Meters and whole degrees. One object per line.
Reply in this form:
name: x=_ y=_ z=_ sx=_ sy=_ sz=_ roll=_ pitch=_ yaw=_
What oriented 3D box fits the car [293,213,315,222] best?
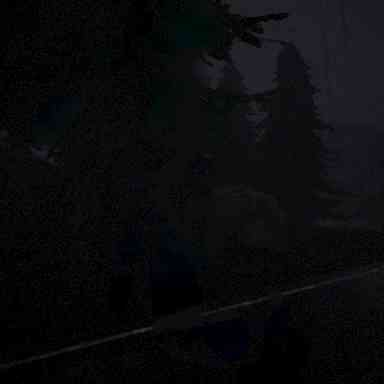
car: x=8.073 y=1.638 z=28.305 sx=1.837 sy=1.490 sz=4.892 roll=0 pitch=0 yaw=-35
